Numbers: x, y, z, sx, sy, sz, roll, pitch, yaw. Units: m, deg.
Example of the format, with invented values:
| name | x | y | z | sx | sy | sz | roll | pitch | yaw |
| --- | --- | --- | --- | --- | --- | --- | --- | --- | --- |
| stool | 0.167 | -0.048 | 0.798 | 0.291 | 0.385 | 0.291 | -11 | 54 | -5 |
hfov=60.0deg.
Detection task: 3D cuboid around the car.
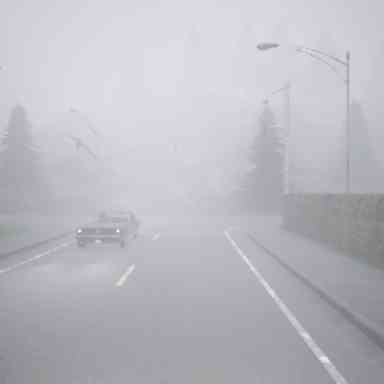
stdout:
| name | x | y | z | sx | sy | sz | roll | pitch | yaw |
| --- | --- | --- | --- | --- | --- | --- | --- | --- | --- |
| car | -3.494 | 1.534 | 14.602 | 1.895 | 1.301 | 4.718 | 0 | 0 | 0 |
